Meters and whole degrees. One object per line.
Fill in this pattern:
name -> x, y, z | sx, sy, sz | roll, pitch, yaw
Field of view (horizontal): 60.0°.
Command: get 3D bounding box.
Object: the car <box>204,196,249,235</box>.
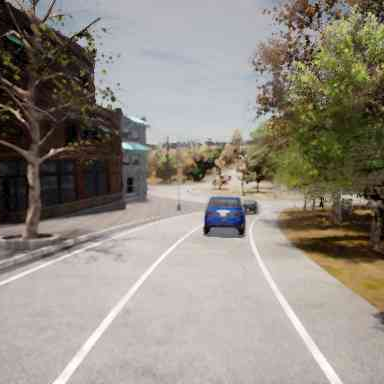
car -> 2.010, 1.237, 19.366 | 2.150, 2.045, 5.566 | 1, 0, 10

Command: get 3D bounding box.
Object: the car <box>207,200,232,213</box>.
car -> 3.277, 1.625, 38.500 | 1.895, 1.301, 4.718 | 2, 0, 18

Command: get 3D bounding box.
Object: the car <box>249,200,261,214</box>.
car -> 6.516, 1.635, 37.306 | 1.837, 1.490, 4.892 | 2, 0, 17
